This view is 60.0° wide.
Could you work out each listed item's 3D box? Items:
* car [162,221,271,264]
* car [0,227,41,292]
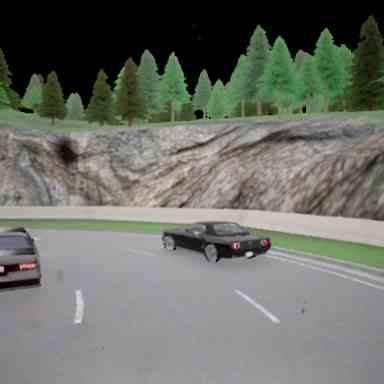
[{"bbox_3d":[0.650,1.752,12.679,1.895,1.301,4.718,1,-1,-33],"label":"car"},{"bbox_3d":[-5.199,1.655,8.983,2.033,1.411,5.357,1,-1,-29],"label":"car"}]
